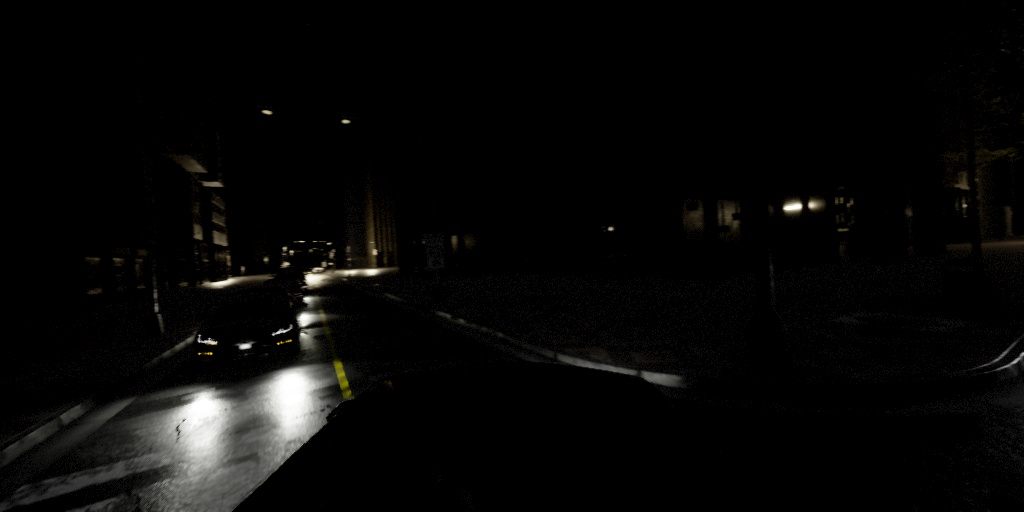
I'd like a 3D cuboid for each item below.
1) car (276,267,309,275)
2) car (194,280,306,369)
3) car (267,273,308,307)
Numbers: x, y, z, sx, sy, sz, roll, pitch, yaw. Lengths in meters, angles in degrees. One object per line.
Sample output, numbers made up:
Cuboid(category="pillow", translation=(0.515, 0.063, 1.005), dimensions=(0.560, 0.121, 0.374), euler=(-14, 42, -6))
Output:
Cuboid(category="car", translation=(-16.844, 1.876, 27.376), dimensions=(2.150, 2.045, 5.566), euler=(-4, 0, -30))
Cuboid(category="car", translation=(-6.543, 1.618, 9.271), dimensions=(1.837, 1.490, 4.892), euler=(-4, 0, -30))
Cuboid(category="car", translation=(-11.571, 1.856, 18.110), dimensions=(1.882, 1.535, 5.008), euler=(-4, 0, -30))
